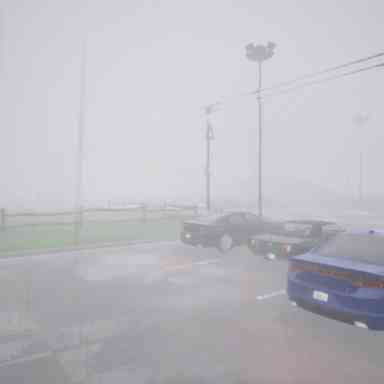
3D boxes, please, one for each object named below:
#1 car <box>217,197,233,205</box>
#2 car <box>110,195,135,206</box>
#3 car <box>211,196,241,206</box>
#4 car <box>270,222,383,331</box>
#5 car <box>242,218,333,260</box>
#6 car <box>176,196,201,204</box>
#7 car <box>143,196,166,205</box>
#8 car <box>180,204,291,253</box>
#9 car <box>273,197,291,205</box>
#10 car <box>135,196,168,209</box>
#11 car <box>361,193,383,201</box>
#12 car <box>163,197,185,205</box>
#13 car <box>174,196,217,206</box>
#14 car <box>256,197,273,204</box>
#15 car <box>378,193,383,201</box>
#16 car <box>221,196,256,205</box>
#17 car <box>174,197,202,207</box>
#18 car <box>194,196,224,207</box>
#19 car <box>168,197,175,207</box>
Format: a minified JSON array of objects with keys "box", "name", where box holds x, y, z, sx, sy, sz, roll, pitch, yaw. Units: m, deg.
[{"box":[2.340,1.587,40.465,1.895,1.301,4.718,0,0,-36],"name":"car"},{"box":[-11.475,1.341,53.483,2.097,1.767,4.553,0,0,-36],"name":"car"},{"box":[5.444,1.472,54.062,2.128,1.511,4.902,0,0,-36],"name":"car"},{"box":[4.005,1.474,6.666,5.008,1.535,1.882,0,0,-36],"name":"car"},{"box":[4.119,1.595,11.112,4.718,1.301,1.895,0,0,-37],"name":"car"},{"box":[-0.719,1.528,62.624,2.033,1.411,5.357,0,0,-36],"name":"car"},{"box":[-6.654,1.463,58.812,1.882,1.535,5.008,0,0,-36],"name":"car"},{"box":[1.840,1.473,13.778,5.008,1.535,1.882,0,0,-37],"name":"car"},{"box":[11.326,1.485,45.970,1.837,1.490,4.892,0,0,-36],"name":"car"},{"box":[-5.578,1.553,45.377,1.994,1.385,4.181,0,0,-36],"name":"car"},{"box":[42.313,1.181,76.683,2.150,2.045,5.566,0,0,-7],"name":"car"},{"box":[-3.264,1.547,60.138,1.994,1.385,4.181,0,0,-36],"name":"car"},{"box":[0.312,1.514,37.310,1.812,1.442,4.674,0,0,-36],"name":"car"},{"box":[8.059,1.508,44.523,1.812,1.442,4.674,0,0,-36],"name":"car"},{"box":[48.652,1.177,81.298,2.150,2.045,5.566,0,0,-14],"name":"car"},{"box":[5.287,1.476,42.364,2.128,1.511,4.902,0,0,-36],"name":"car"},{"box":[-0.667,1.490,50.533,1.837,1.490,4.892,0,0,-36],"name":"car"},{"box":[2.542,1.474,52.086,2.128,1.511,4.902,0,0,-36],"name":"car"},{"box":[-3.754,1.492,48.823,1.837,1.490,4.892,0,0,-36],"name":"car"}]
